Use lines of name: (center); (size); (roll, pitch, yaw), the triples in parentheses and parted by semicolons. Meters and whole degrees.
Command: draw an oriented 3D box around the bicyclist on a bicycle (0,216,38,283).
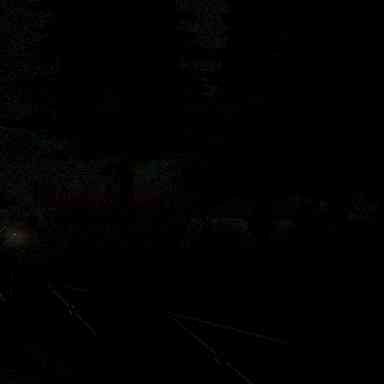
bicyclist on a bicycle: (-4.259, 1.306, 7.930); (0.582, 1.620, 1.656); (25, -33, 11)
